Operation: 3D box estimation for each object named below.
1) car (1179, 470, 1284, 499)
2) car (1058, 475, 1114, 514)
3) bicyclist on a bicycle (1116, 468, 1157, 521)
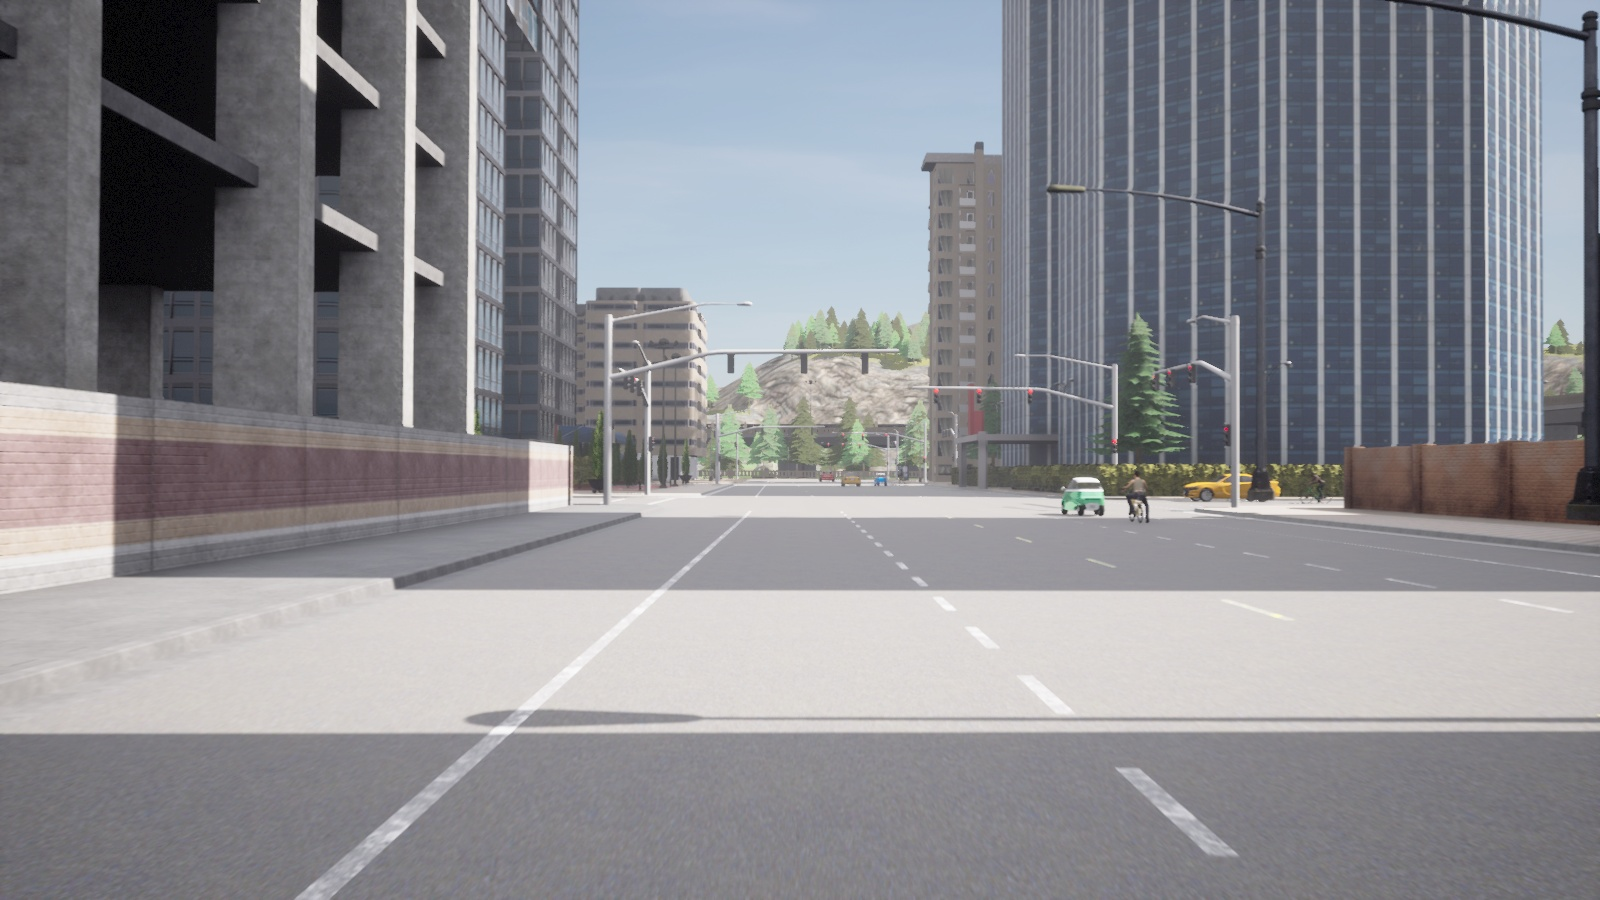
[{"bbox_3d":[23.196,1.831,67.614,5.008,1.535,1.882,0,-1,-1],"label":"car"},{"bbox_3d":[10.371,1.592,45.659,1.481,1.376,2.207,0,-1,-1],"label":"car"},{"bbox_3d":[10.403,1.360,38.883,0.866,1.612,1.509,0,-1,0],"label":"bicyclist on a bicycle"}]
